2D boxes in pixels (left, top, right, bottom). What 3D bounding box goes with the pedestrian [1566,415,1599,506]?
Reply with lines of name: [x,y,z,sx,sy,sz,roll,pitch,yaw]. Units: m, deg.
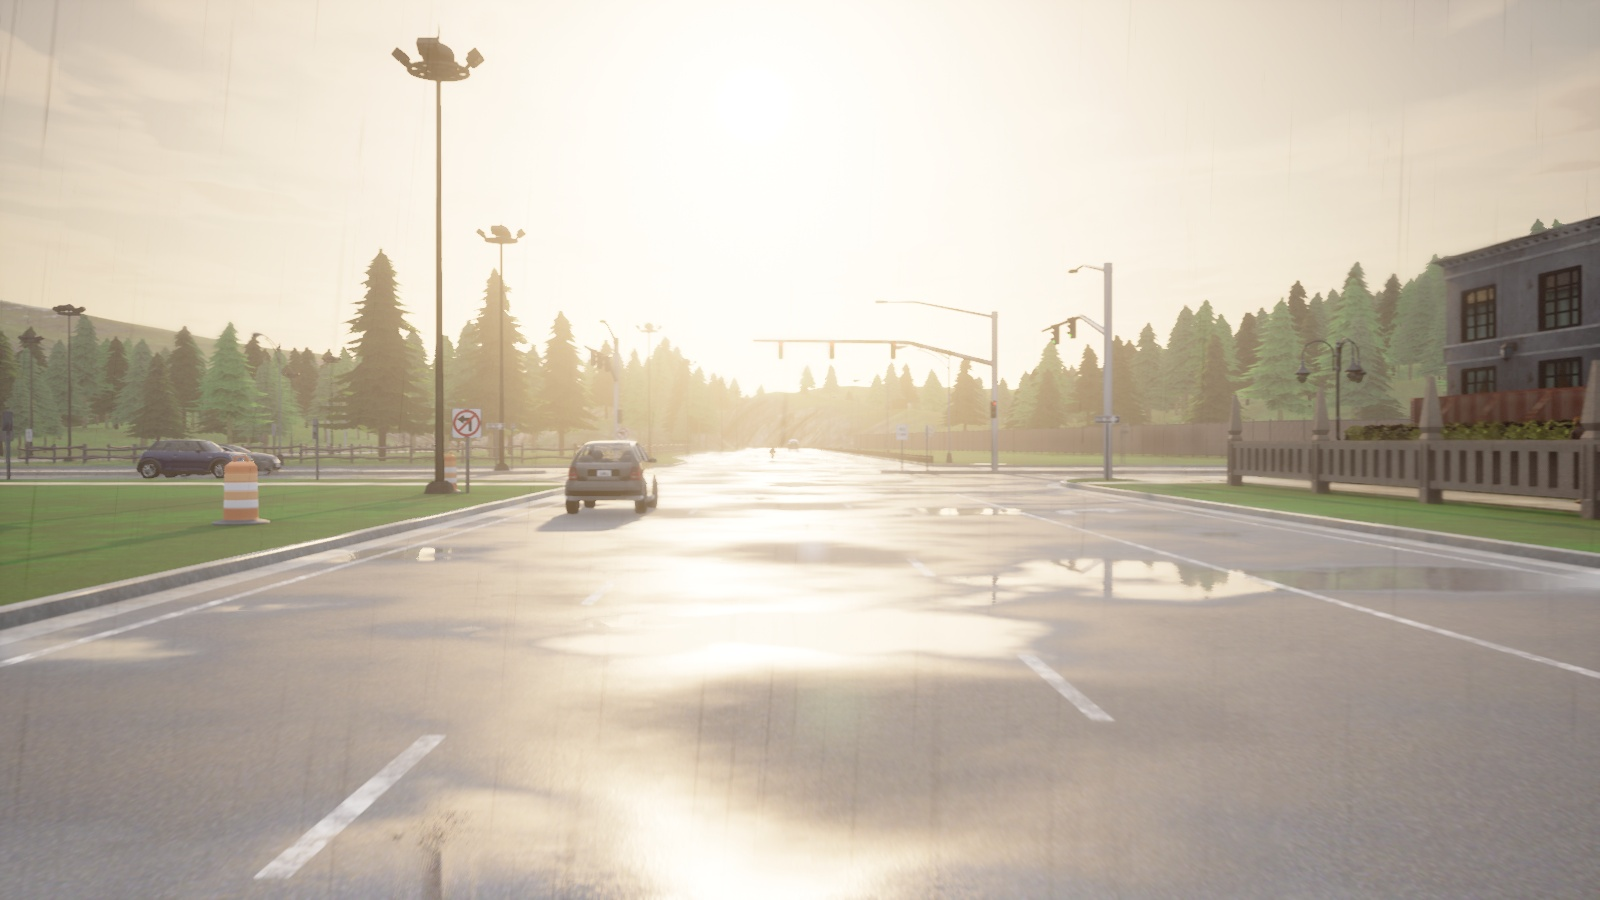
pedestrian: [16.103,0.218,25.811,0.331,1.846,0.634,0,0,2]

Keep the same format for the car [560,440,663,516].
car: [-4.058,0.568,27.545,1.789,1.549,3.705,0,0,-1]

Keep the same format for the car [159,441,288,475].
car: [-26.208,0.368,57.239,4.902,1.511,2.128,0,0,-1]

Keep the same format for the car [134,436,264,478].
car: [-25.656,0.289,53.744,4.553,1.767,2.097,0,0,-1]
